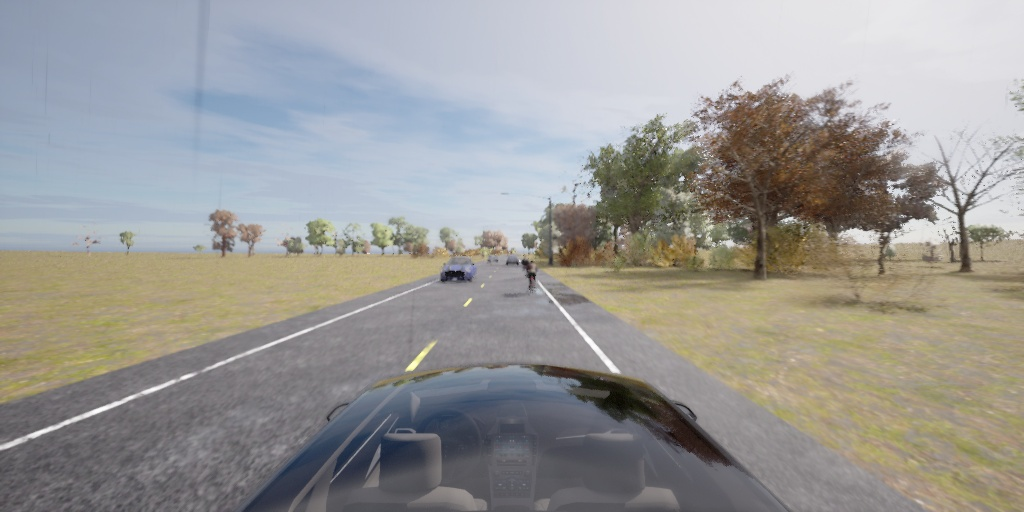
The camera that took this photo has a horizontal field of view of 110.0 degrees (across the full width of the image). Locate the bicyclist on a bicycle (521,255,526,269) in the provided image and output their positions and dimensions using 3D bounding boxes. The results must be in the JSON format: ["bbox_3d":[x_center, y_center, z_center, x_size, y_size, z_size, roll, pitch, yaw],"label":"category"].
[{"bbox_3d":[0.963,0.830,26.560,0.659,1.776,1.843,0,1,0],"label":"bicyclist on a bicycle"}]

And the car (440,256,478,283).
[{"bbox_3d":[-3.588,0.832,24.729,2.097,1.767,4.553,0,1,0],"label":"car"}]

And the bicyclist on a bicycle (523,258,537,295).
[{"bbox_3d":[0.963,1.022,17.175,0.582,1.620,1.656,0,0,0],"label":"bicyclist on a bicycle"}]

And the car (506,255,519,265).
[{"bbox_3d":[0.068,0.663,57.453,1.994,1.385,4.181,0,1,0],"label":"car"}]
